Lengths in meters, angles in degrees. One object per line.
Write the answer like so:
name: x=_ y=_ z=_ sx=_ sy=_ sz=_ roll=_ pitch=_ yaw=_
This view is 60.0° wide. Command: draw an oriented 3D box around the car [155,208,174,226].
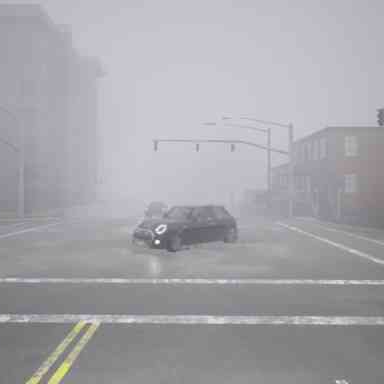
car: x=-3.582 y=3.351 z=44.418 sx=2.097 sy=1.767 sz=4.553 roll=0 pitch=-12 yaw=0

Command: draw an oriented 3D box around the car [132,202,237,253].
car: x=-0.219 y=1.318 z=13.792 sx=4.553 sy=1.767 sz=2.097 roll=0 pitch=1 yaw=-41

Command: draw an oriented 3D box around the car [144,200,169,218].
car: x=-3.587 y=1.838 z=34.348 sx=2.097 sy=1.767 sz=4.553 roll=0 pitch=-4 yaw=0
